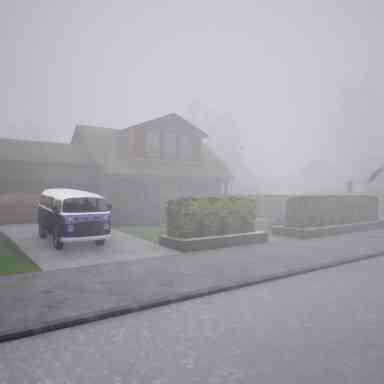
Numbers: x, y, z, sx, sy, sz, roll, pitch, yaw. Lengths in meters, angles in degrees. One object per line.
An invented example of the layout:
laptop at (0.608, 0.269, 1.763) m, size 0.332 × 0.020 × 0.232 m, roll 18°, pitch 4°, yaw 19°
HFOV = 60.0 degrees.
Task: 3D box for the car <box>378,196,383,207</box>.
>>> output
car at (24.632, 0.985, 41.423) m, size 3.866 × 1.878 × 1.905 m, roll 0°, pitch 0°, yaw -1°
